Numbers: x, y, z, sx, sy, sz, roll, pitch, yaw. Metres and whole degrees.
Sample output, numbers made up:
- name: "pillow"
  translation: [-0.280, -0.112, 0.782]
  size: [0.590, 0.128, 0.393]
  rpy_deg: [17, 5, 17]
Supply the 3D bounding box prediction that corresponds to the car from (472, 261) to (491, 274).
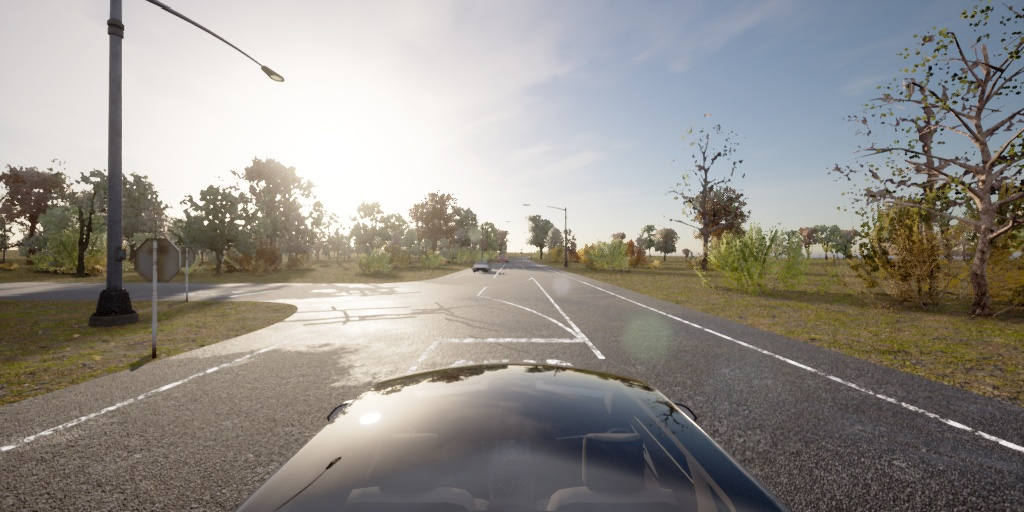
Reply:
- name: "car"
  translation: [-3.390, 1.266, 41.125]
  size: [2.033, 1.411, 5.357]
  rpy_deg: [0, 0, 0]
